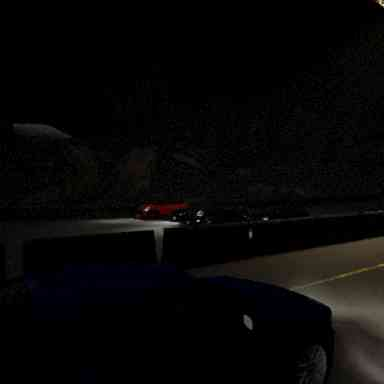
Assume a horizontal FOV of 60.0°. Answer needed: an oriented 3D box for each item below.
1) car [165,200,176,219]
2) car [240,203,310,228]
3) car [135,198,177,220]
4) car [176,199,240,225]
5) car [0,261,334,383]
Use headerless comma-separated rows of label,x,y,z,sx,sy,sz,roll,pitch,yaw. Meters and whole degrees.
car,0.893,1.512,26.008,5.357,1.411,2.033,0,0,-35
car,5.447,1.490,20.652,4.674,1.442,1.812,0,0,-35
car,-2.463,1.323,27.940,4.553,1.767,2.097,0,0,-35
car,1.601,1.323,22.241,4.553,1.767,2.097,0,0,-35
car,-0.571,1.478,3.339,5.008,1.535,1.882,0,0,-35
